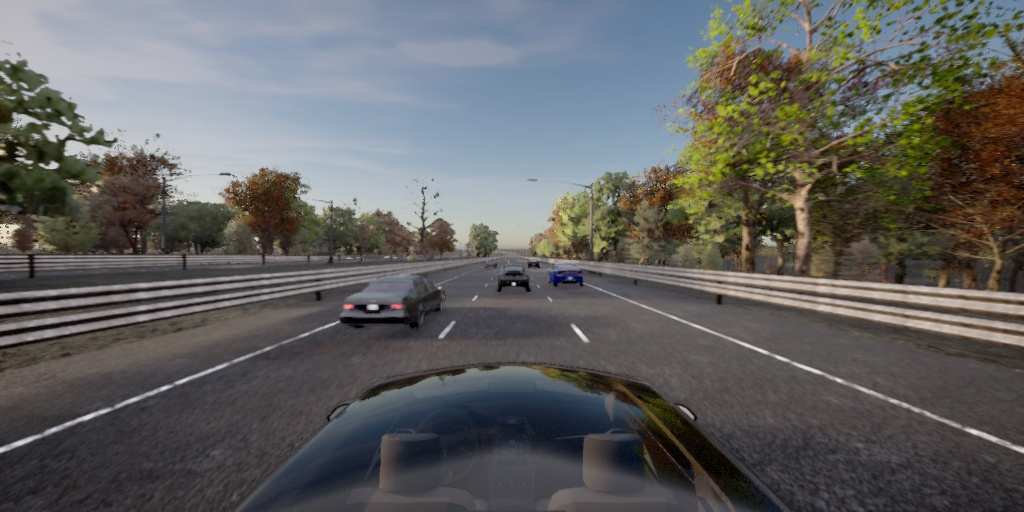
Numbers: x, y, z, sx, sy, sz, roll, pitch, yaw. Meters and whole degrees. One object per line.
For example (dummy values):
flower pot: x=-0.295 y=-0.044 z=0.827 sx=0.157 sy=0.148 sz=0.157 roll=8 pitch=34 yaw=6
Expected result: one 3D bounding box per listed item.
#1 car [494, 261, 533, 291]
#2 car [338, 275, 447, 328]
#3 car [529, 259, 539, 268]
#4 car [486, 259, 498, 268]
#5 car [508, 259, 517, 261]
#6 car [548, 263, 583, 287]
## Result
car: x=0.101 y=1.255 z=21.883 sx=1.837 sy=1.490 sz=4.892 roll=0 pitch=0 yaw=0
car: x=-3.407 y=1.297 z=11.272 sx=2.033 sy=1.411 sz=5.357 roll=0 pitch=0 yaw=0
car: x=3.600 y=1.221 z=60.973 sx=1.882 sy=1.535 sz=5.008 roll=0 pitch=0 yaw=0
car: x=-3.400 y=1.236 z=60.735 sx=2.128 sy=1.511 sz=4.902 roll=0 pitch=0 yaw=0
car: x=0.101 y=1.236 z=60.790 sx=2.128 sy=1.511 sz=4.902 roll=0 pitch=0 yaw=0
car: x=3.601 y=1.226 z=24.630 sx=1.882 sy=1.535 sz=5.008 roll=0 pitch=0 yaw=0
